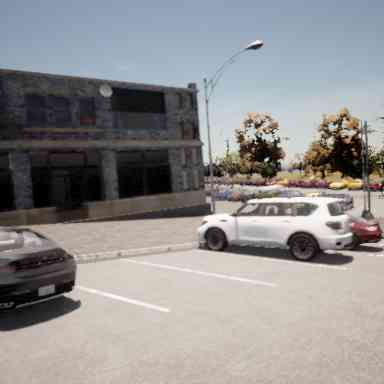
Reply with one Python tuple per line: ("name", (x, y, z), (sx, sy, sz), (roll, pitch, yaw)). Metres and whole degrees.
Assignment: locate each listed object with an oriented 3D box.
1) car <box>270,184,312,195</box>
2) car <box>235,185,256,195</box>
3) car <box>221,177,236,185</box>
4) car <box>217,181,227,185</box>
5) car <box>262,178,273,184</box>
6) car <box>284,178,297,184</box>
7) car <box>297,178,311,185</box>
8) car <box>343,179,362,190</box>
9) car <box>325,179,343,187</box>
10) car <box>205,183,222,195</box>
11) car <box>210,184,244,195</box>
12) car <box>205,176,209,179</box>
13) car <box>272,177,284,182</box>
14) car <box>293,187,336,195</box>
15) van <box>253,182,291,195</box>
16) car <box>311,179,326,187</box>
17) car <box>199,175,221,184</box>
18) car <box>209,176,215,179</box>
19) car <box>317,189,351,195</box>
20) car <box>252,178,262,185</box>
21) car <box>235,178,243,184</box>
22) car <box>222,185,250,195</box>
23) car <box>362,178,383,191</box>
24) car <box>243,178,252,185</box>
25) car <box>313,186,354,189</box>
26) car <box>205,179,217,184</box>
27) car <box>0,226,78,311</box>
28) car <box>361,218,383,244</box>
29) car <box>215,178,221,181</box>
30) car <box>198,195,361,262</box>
("car", (10.932, 0.560, 36.534), (2.185, 1.767, 4.553), (0, 6, 40))
("car", (8.021, 0.443, 41.839), (2.231, 1.521, 4.892), (0, 6, 41))
("car", (9.820, -2.553, 78.356), (2.097, 1.535, 5.008), (1, 6, 45))
("car", (3.750, -0.757, 60.230), (1.882, 1.535, 5.008), (-6, 5, -26))
("car", (16.363, -2.014, 65.085), (2.185, 1.767, 4.553), (2, 6, 43))
("car", (19.031, -1.752, 59.787), (2.185, 1.767, 4.553), (1, 5, 43))
("car", (20.439, -1.464, 57.203), (2.002, 1.452, 4.674), (1, 5, 42))
("car", (24.799, -1.155, 49.540), (1.946, 1.575, 5.366), (1, 5, 41))
("car", (23.132, -1.244, 51.852), (1.946, 1.575, 5.366), (1, 6, 42))
("car", (2.352, -0.020, 52.497), (2.002, 1.452, 4.674), (1, 7, 42))
("car", (5.155, 0.234, 47.155), (2.002, 1.452, 4.674), (0, 6, 42))
("car", (5.949, -2.958, 86.290), (5.366, 1.575, 1.946), (-7, 6, -44))
("car", (17.818, -1.776, 62.580), (1.946, 1.575, 5.366), (1, 5, 43))
("car", (12.572, 0.775, 34.085), (1.946, 1.575, 5.366), (0, 6, 40))
("van", (9.543, 0.325, 39.270), (1.878, 1.987, 4.442), (0, 6, 41))
("car", (21.838, -1.340, 54.595), (2.002, 1.452, 4.674), (1, 5, 42))
("car", (4.850, -3.365, 89.127), (5.566, 2.045, 2.435), (-7, 6, -44))
("car", (7.312, -2.830, 83.726), (4.892, 1.521, 2.231), (-7, 6, -44))
("car", (13.783, 0.966, 31.280), (2.163, 1.488, 4.792), (0, 7, 40))
("car", (15.004, -2.016, 67.713), (2.097, 1.535, 5.008), (1, 6, 44))
("car", (12.411, -2.256, 73.051), (2.163, 1.488, 4.792), (1, 6, 44))
("car", (6.591, 0.357, 44.496), (2.002, 1.452, 4.674), (1, 7, 41))
("car", (26.090, -1.139, 46.784), (2.185, 1.767, 4.553), (1, 5, 41))
("car", (13.675, -2.116, 70.340), (2.163, 1.488, 4.792), (2, 6, 44))
("car", (15.409, 0.466, 37.516), (1.895, 1.301, 4.718), (-6, 5, -28))
("car", (0.961, -0.442, 55.182), (2.435, 2.045, 5.566), (0, 6, 43))
("car", (-4.507, 1.488, 7.220), (4.892, 1.521, 2.231), (-1, -1, 35))
("car", (5.407, 1.530, 14.134), (4.674, 1.452, 2.002), (-1, -1, 35))
("car", (8.538, -2.815, 81.010), (4.553, 1.767, 2.185), (-7, 6, -45))
("car", (2.905, 1.239, 12.419), (5.566, 2.045, 2.435), (-1, -1, 35))
